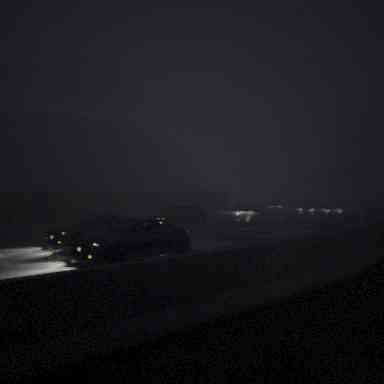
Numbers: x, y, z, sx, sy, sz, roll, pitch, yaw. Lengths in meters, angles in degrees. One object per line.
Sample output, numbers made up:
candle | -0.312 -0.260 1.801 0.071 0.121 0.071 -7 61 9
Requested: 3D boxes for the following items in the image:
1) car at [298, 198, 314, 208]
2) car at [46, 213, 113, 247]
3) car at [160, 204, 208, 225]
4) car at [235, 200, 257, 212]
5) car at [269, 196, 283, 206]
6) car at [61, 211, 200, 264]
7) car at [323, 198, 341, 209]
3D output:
car | 16.845 1.644 49.323 1.812 1.442 4.674 0 0 13
car | -4.070 1.610 14.528 4.181 1.385 1.994 0 0 -42
car | -0.901 1.569 22.480 1.837 1.490 4.892 0 0 41
car | 6.714 1.670 40.779 1.994 1.385 4.181 0 0 23
car | 14.977 1.501 59.547 2.097 1.767 4.553 0 0 6
car | -2.023 1.600 11.681 4.181 1.385 1.994 0 0 -42
car | 20.088 1.588 47.913 1.882 1.535 5.008 0 0 13
